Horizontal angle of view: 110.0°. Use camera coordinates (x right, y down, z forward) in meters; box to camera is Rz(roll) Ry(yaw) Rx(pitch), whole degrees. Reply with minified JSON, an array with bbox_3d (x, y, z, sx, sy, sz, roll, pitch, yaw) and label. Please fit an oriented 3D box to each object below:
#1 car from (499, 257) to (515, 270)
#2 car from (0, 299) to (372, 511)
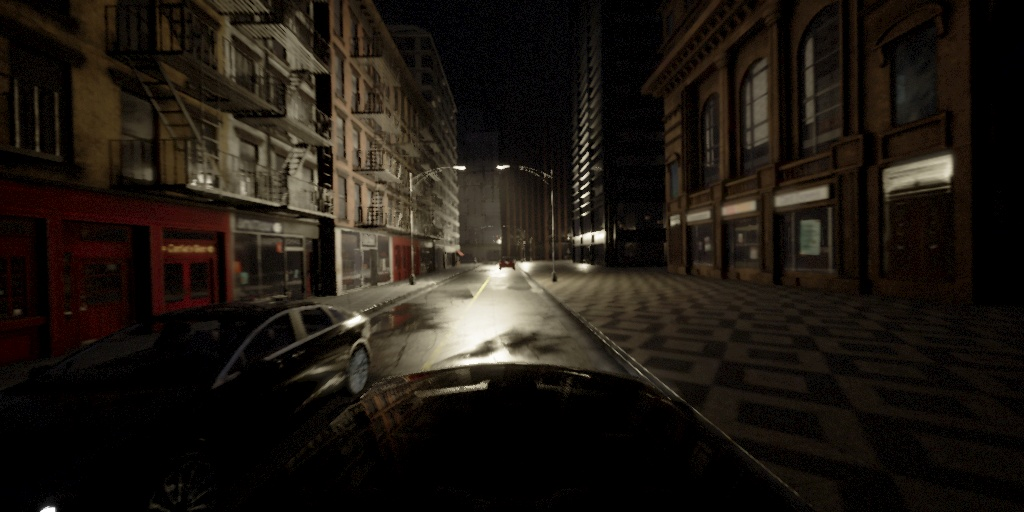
[{"bbox_3d":[-0.669,0.915,48.130,2.097,1.767,4.553,-1,0,-1],"label":"car"},{"bbox_3d":[-3.111,1.297,3.813,2.128,1.511,4.902,-1,0,-1],"label":"car"}]
